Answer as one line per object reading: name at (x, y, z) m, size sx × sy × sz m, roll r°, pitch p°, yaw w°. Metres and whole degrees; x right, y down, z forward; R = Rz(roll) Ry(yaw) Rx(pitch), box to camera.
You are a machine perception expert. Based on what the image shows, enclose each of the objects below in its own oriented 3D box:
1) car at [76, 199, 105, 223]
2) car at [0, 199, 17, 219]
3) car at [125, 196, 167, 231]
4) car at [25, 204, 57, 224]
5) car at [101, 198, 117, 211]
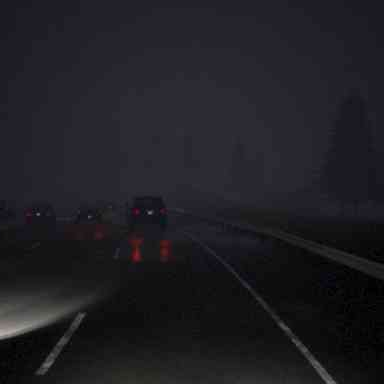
car at (-7.947, 1.562, 25.680) m, size 1.812 × 1.442 × 4.674 m, roll 0°, pitch 0°, yaw -18°
car at (-16.664, 1.417, 29.088) m, size 2.097 × 1.767 × 4.553 m, roll 0°, pitch 0°, yaw -22°
car at (-2.972, 1.242, 21.091) m, size 2.150 × 2.045 × 5.566 m, roll 0°, pitch 0°, yaw -14°
car at (-11.416, 1.594, 25.311) m, size 2.033 × 1.411 × 5.357 m, roll 0°, pitch 0°, yaw -19°
car at (-10.607, 1.556, 40.811) m, size 1.837 × 1.490 × 4.892 m, roll 0°, pitch 0°, yaw -27°
